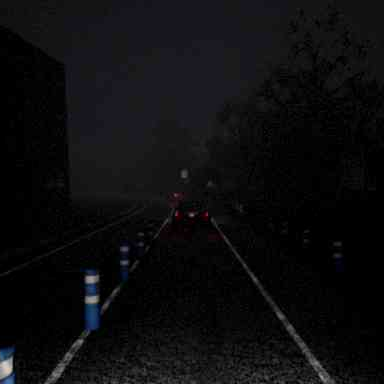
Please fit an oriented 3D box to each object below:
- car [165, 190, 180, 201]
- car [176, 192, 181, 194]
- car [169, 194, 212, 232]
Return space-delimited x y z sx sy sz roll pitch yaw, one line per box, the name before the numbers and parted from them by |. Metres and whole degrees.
car | -2.829 0.441 50.441 2.097 1.767 4.553 -2 2 -14
car | -0.407 1.121 35.355 2.128 1.511 4.902 0 2 -3
car | -0.017 1.191 19.231 2.097 1.767 4.553 0 1 0
